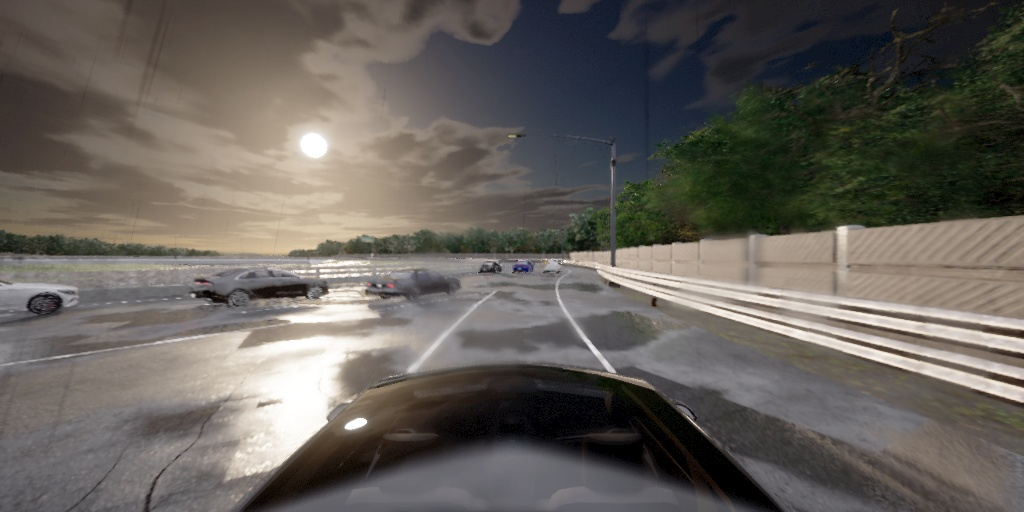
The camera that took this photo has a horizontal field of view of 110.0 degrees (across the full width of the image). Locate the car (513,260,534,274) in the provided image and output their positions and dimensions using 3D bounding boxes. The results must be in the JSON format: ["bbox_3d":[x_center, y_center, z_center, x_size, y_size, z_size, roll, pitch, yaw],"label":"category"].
[{"bbox_3d":[1.438,1.342,44.526,1.882,1.535,5.008,1,0,13],"label":"car"}]

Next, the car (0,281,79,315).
[{"bbox_3d":[-16.800,1.182,10.885,1.812,1.442,4.674,0,0,34],"label":"car"}]

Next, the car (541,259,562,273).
[{"bbox_3d":[5.193,1.418,45.433,1.812,1.442,4.674,1,0,12],"label":"car"}]

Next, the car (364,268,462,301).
[{"bbox_3d":[-4.582,1.310,17.433,2.033,1.411,5.357,0,0,24],"label":"car"}]

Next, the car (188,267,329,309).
[{"bbox_3d":[-10.135,1.206,14.849,2.128,1.511,4.902,1,0,30],"label":"car"}]

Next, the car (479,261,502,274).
[{"bbox_3d":[-2.570,1.360,42.860,1.812,1.442,4.674,1,0,13],"label":"car"}]
